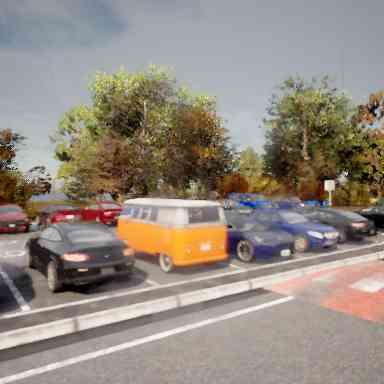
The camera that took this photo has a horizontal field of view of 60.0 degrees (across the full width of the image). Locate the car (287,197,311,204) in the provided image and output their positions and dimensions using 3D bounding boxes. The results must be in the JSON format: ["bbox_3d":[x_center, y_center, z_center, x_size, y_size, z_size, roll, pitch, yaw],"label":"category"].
[{"bbox_3d":[10.132,1.258,33.859,2.185,1.767,4.553,1,0,-36],"label":"car"}]

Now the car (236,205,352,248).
[{"bbox_3d":[3.757,1.472,13.847,2.002,1.452,4.674,0,0,-36],"label":"car"}]

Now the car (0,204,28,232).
[{"bbox_3d":[-10.630,1.443,18.973,2.097,1.535,5.008,0,0,-36],"label":"car"}]

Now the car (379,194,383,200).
[{"bbox_3d":[15.237,1.149,22.082,2.435,2.045,5.566,0,0,-36],"label":"car"}]

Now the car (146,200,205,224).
[{"bbox_3d":[-1.360,1.427,25.644,2.231,1.521,4.892,0,0,-36],"label":"car"}]

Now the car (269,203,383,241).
[{"bbox_3d":[6.053,1.467,15.495,2.002,1.452,4.674,0,0,-36],"label":"car"}]

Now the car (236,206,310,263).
[{"bbox_3d":[1.483,1.465,12.169,2.163,1.488,4.792,0,0,-36],"label":"car"}]

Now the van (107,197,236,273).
[{"bbox_3d":[-0.895,1.214,10.635,1.878,1.987,4.442,0,0,-36],"label":"van"}]

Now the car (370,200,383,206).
[{"bbox_3d":[10.639,1.416,18.797,2.097,1.535,5.008,0,0,-36],"label":"car"}]

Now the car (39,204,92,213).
[{"bbox_3d":[-8.252,1.468,20.717,2.163,1.488,4.792,0,0,-36],"label":"car"}]

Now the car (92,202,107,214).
[{"bbox_3d":[-5.942,1.434,22.341,2.097,1.535,5.008,0,0,-36],"label":"car"}]

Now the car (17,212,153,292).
[{"bbox_3d":[-3.117,1.484,8.887,2.002,1.452,4.674,0,0,-36],"label":"car"}]

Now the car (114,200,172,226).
[{"bbox_3d":[-3.651,1.430,23.991,2.097,1.535,5.008,0,0,-36],"label":"car"}]

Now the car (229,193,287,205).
[{"bbox_3d":[5.422,1.157,30.507,2.435,2.045,5.566,0,0,-36],"label":"car"}]

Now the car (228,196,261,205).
[{"bbox_3d":[3.212,1.416,28.957,2.231,1.521,4.892,0,0,-36],"label":"car"}]
